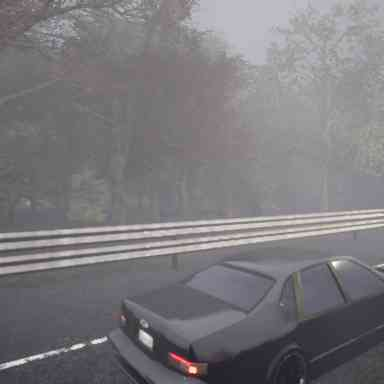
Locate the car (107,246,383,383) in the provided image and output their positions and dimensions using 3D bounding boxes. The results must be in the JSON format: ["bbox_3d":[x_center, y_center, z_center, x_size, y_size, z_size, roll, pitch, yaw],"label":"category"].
[{"bbox_3d":[1.563,1.548,4.872,5.357,1.411,2.033,0,0,-36],"label":"car"}]
